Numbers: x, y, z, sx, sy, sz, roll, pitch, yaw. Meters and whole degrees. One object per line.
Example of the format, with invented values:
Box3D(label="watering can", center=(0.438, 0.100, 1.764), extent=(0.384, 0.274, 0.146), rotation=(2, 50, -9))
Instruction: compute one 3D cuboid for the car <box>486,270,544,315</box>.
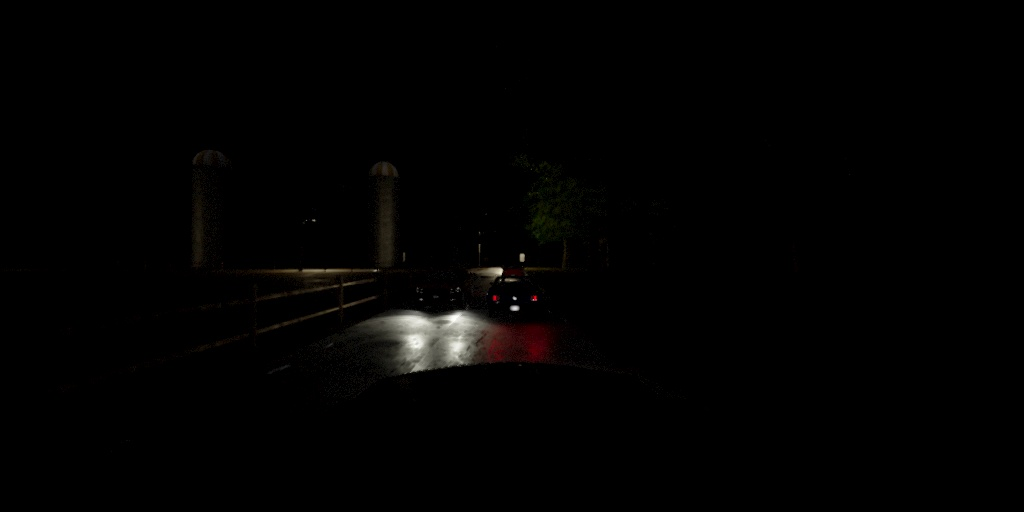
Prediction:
Box3D(label="car", center=(0.093, 1.382, 13.638), extent=(1.895, 1.301, 4.718), rotation=(0, 0, 0))

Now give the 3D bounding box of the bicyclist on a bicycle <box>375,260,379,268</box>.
Box3D(label="bicyclist on a bicycle", center=(-22.774, 1.492, 60.591), extent=(0.582, 1.620, 1.656), rotation=(0, 0, 0))

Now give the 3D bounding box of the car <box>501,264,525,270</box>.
Box3D(label="car", center=(0.086, 1.363, 29.883), extent=(1.812, 1.442, 4.674), rotation=(0, 0, 0))

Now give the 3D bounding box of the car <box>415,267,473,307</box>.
Box3D(label="car", center=(-2.857, 1.264, 15.932), extent=(1.882, 1.535, 5.008), rotation=(0, 0, 0))
